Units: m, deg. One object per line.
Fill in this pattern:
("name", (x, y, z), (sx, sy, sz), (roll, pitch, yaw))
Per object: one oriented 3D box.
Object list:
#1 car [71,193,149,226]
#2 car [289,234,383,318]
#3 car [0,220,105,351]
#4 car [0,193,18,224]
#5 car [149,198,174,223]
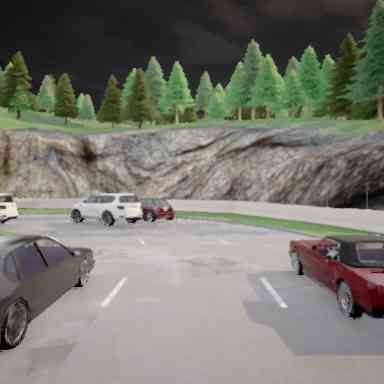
("car", (-5.781, 1.097, 22.241), (5.566, 2.045, 2.150), (0, 0, 37))
("car", (3.627, 1.569, 7.269), (1.895, 1.301, 4.718), (0, 0, 0))
("car", (-3.379, 1.510, 6.066), (2.033, 1.411, 5.357), (0, 0, 0))
("car", (-14.023, 1.089, 20.867), (5.566, 2.045, 2.150), (0, -1, -3))
("car", (-3.517, 1.219, 24.527), (4.553, 1.767, 2.097), (0, 1, 39))
